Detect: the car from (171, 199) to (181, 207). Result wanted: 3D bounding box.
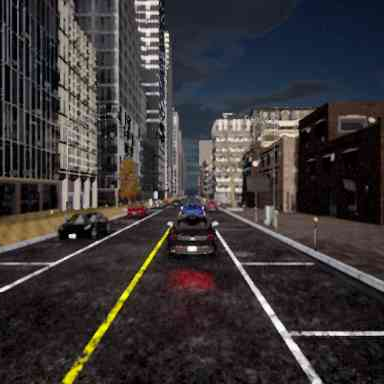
[{"bbox_3d":[-3.002,2.117,65.309,1.882,1.535,5.008,0,-1,0],"label":"car"}]

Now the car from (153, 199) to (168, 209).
[{"bbox_3d":[-5.794,2.113,57.508,2.008,1.369,4.403,-1,-1,0],"label":"car"}]

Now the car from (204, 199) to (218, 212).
[{"bbox_3d":[2.722,2.033,46.161,1.802,1.307,4.206,-1,-1,0],"label":"car"}]

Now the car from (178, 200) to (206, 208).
[{"bbox_3d":[0.035,1.763,29.260,1.882,1.535,5.008,0,0,0],"label":"car"}]

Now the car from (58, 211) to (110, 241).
[{"bbox_3d":[-5.698,1.741,18.003,1.947,1.339,4.313,-1,-1,0],"label":"car"}]

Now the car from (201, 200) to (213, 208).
[{"bbox_3d":[2.820,2.168,63.093,2.008,1.369,4.403,-1,-1,0],"label":"car"}]

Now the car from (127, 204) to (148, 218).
[{"bbox_3d":[-5.695,1.885,34.934,1.887,1.381,4.507,-1,-1,0],"label":"car"}]

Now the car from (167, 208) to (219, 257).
[{"bbox_3d":[0.027,1.639,13.491,1.837,1.490,4.892,0,0,1],"label":"car"}]

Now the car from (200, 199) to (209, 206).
[{"bbox_3d":[2.822,2.256,74.552,1.752,1.417,4.829,-1,-1,0],"label":"car"}]
